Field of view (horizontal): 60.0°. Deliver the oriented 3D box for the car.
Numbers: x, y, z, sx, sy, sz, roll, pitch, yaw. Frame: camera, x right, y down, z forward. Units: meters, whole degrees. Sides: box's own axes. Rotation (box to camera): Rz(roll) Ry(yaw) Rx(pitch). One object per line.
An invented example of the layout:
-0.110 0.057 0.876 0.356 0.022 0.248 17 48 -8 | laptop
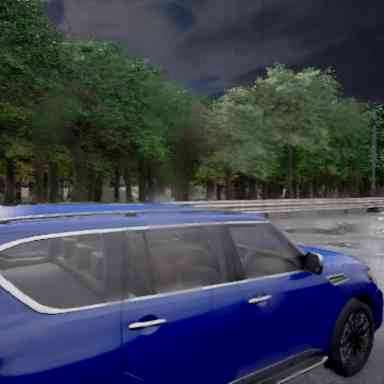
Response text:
-0.074 1.153 3.795 5.566 2.045 2.150 0 1 -36 | car
